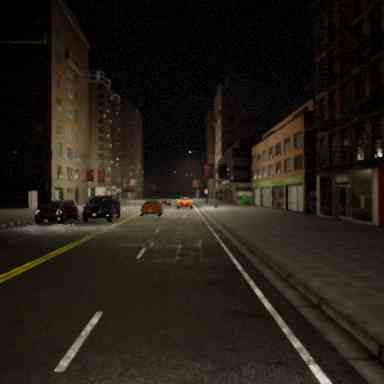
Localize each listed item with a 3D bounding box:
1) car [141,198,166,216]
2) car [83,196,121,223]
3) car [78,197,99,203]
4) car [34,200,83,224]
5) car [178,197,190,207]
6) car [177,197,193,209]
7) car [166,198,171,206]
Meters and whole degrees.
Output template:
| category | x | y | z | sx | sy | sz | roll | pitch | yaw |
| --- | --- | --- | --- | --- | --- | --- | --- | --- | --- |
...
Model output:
| category | x | y | z | sx | sy | sz | roll | pitch | yaw |
| --- | --- | --- | --- | --- | --- | --- | --- | --- | --- |
| car | -3.926 | 1.563 | 33.286 | 1.882 | 1.535 | 5.008 | 0 | 0 | -1 |
| car | -7.230 | 1.321 | 27.150 | 2.150 | 2.045 | 5.566 | 0 | 0 | -1 |
| car | -24.001 | 1.892 | 77.085 | 4.313 | 1.339 | 1.947 | 0 | 0 | -1 |
| car | -10.450 | 1.469 | 25.963 | 2.097 | 1.767 | 4.553 | 0 | 0 | -1 |
| car | -1.343 | 1.585 | 56.505 | 1.882 | 1.535 | 5.008 | 0 | 0 | -1 |
| car | -1.000 | 1.440 | 46.468 | 2.097 | 1.767 | 4.553 | 0 | 0 | -1 |
| car | -4.591 | 1.730 | 56.433 | 1.895 | 1.301 | 4.718 | 0 | 0 | -1 |
